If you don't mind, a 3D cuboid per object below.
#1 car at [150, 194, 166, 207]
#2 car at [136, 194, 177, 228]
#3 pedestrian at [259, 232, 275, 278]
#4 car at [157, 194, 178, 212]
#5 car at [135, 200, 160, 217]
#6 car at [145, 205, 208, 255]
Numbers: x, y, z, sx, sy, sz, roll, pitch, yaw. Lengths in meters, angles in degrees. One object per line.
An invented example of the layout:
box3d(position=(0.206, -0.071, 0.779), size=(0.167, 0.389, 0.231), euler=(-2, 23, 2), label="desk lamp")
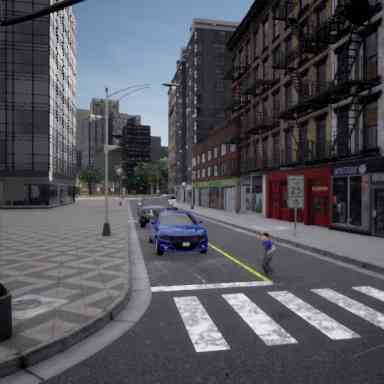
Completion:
box3d(position=(-5.724, 1.355, 55.965), size=(2.150, 2.045, 5.566), euler=(0, 0, -11), label="car")
box3d(position=(-2.620, 1.310, 23.559), size=(2.150, 2.045, 5.566), euler=(0, 0, -11), label="car")
box3d(position=(2.053, 1.611, 8.881), size=(0.375, 1.300, 0.375), euler=(0, 0, -11), label="pedestrian")
box3d(position=(-3.310, 1.363, 43.680), size=(2.150, 2.045, 5.566), euler=(0, 0, -11), label="car")
box3d(position=(-4.581, 1.607, 33.596), size=(2.128, 1.511, 4.902), euler=(0, 0, -11), label="car")
box3d(position=(-0.720, 1.533, 13.834), size=(1.882, 1.535, 5.008), euler=(0, 0, -12), label="car")
